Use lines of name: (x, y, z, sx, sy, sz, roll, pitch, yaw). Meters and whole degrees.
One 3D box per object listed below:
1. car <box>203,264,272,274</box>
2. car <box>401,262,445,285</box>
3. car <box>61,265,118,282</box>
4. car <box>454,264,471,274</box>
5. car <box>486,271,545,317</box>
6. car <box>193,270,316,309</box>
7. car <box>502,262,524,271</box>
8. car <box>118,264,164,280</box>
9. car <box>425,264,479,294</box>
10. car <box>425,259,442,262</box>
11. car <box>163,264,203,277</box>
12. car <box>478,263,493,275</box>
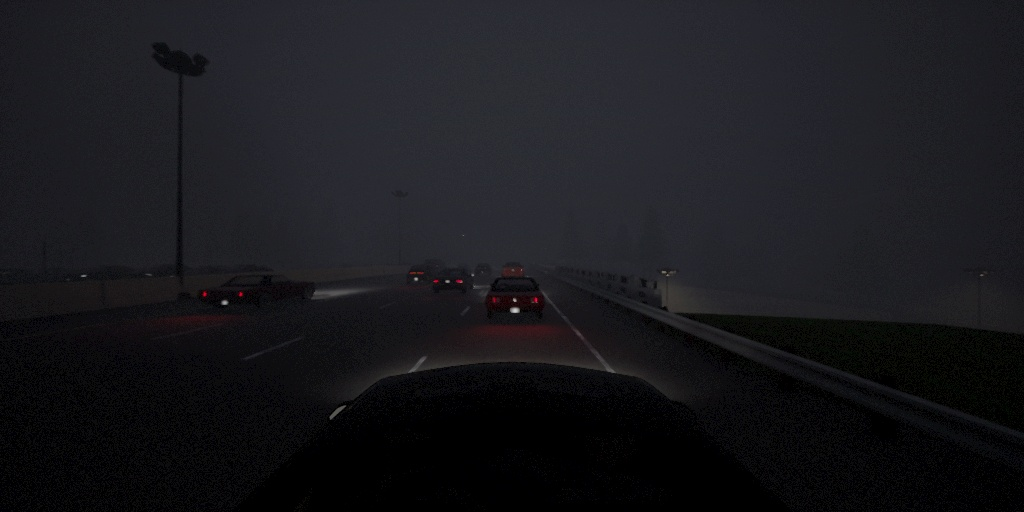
car: (-21.100, 1.402, 28.350, 2.128, 1.511, 4.902, 0, 0, 0)
car: (-6.904, 1.420, 28.232, 1.837, 1.490, 4.892, 0, 0, 0)
car: (-31.598, 1.429, 27.864, 1.812, 1.442, 4.674, 0, 0, 0)
car: (-6.908, 1.789, 50.544, 1.812, 1.442, 4.674, 0, -1, 0)
car: (0.098, 1.419, 13.430, 1.895, 1.301, 4.718, 0, 0, 0)
car: (-10.435, 1.426, 15.258, 1.895, 1.301, 4.718, 0, 0, 0)
car: (0.095, 1.342, 35.007, 2.097, 1.767, 4.553, 0, -1, 0)
car: (-28.097, 1.392, 29.088, 1.882, 1.535, 5.008, 0, 0, 0)
car: (-3.402, 1.413, 21.427, 2.033, 1.411, 5.357, 0, 0, 0)
car: (-10.406, 1.442, 48.600, 2.150, 2.045, 5.566, 0, -1, 0)
car: (-24.600, 1.464, 29.184, 2.033, 1.411, 5.357, 0, 0, 0)
car: (-3.406, 1.626, 43.579, 1.837, 1.490, 4.892, 0, -1, 0)
